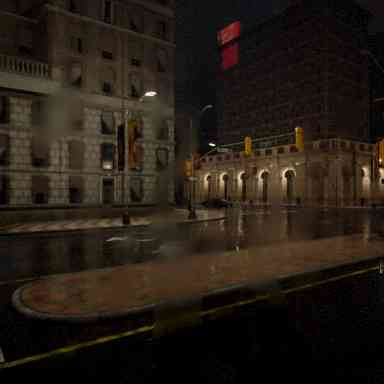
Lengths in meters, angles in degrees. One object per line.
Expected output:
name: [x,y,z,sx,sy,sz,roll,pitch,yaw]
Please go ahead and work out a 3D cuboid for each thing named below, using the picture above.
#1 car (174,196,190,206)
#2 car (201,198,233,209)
car: [-2.131,1.526,54.791,1.812,1.442,4.674,0,0,-35]
car: [3.439,1.547,46.936,2.033,1.411,5.357,0,0,-36]
